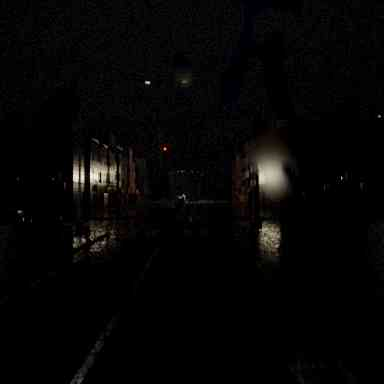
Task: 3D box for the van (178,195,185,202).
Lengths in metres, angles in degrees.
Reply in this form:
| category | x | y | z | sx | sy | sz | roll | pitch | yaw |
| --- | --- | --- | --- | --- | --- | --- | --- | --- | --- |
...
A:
| category | x | y | z | sx | sy | sz | roll | pitch | yaw |
| --- | --- | --- | --- | --- | --- | --- | --- | --- | --- |
| van | -2.624 | 1.672 | 83.170 | 1.690 | 1.788 | 3.998 | 0 | 0 | 0 |

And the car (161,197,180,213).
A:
| category | x | y | z | sx | sy | sz | roll | pitch | yaw |
| --- | --- | --- | --- | --- | --- | --- | --- | --- | --- |
| car | -2.629 | 1.637 | 38.157 | 1.752 | 1.417 | 4.829 | 0 | 0 | 0 |

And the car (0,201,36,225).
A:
| category | x | y | z | sx | sy | sz | roll | pitch | yaw |
| --- | --- | --- | --- | --- | --- | --- | --- | --- | --- |
| car | -13.465 | 1.424 | 23.250 | 4.553 | 1.767 | 2.097 | 0 | -1 | -1 |

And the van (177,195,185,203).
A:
| category | x | y | z | sx | sy | sz | roll | pitch | yaw |
| --- | --- | --- | --- | --- | --- | --- | --- | --- | --- |
| van | -2.625 | 1.641 | 77.565 | 1.690 | 1.788 | 3.998 | 0 | 0 | 0 |

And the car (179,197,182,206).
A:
| category | x | y | z | sx | sy | sz | roll | pitch | yaw |
| --- | --- | --- | --- | --- | --- | --- | --- | --- | --- |
| car | -2.628 | 1.679 | 43.932 | 1.887 | 1.381 | 4.507 | 0 | 0 | 0 |

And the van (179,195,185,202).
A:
| category | x | y | z | sx | sy | sz | roll | pitch | yaw |
| --- | --- | --- | --- | --- | --- | --- | --- | --- | --- |
| van | -2.624 | 1.704 | 88.776 | 1.690 | 1.788 | 3.998 | 0 | 0 | 0 |

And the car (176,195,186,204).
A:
| category | x | y | z | sx | sy | sz | roll | pitch | yaw |
| --- | --- | --- | --- | --- | --- | --- | --- | --- | --- |
| car | -2.627 | 1.652 | 60.748 | 1.967 | 1.590 | 4.097 | 0 | 0 | 0 |
